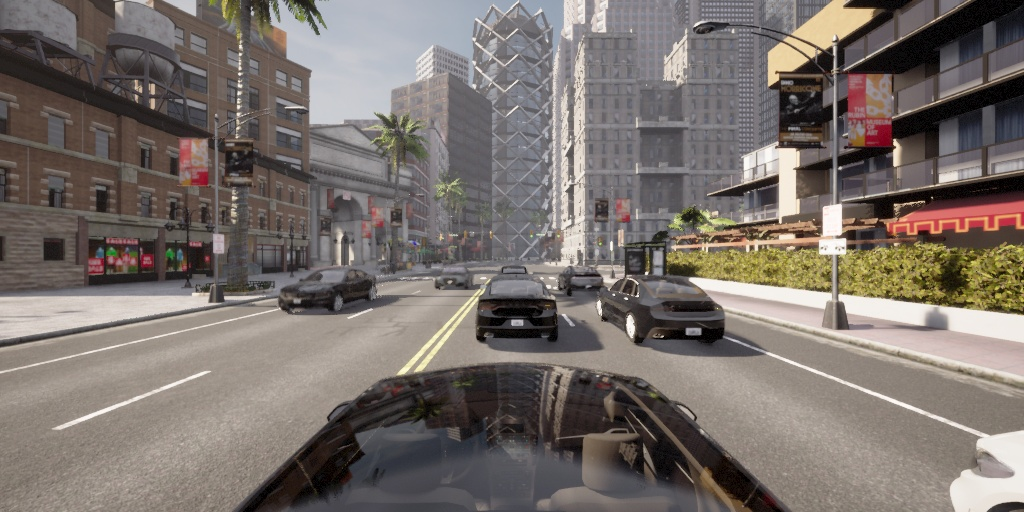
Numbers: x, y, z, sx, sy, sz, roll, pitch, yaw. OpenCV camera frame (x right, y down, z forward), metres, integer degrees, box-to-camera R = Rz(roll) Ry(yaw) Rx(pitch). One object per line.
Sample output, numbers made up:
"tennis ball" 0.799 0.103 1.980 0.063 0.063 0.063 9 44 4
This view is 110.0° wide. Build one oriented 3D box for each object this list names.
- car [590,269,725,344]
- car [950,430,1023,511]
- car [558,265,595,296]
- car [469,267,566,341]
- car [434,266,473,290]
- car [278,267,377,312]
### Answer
"car" 3.609 1.255 9.567 1.837 1.490 4.892 0 0 0
"car" 3.662 1.276 0.218 1.812 1.442 4.674 0 0 -1
"car" 3.602 1.242 19.364 2.128 1.511 4.902 0 0 0
"car" 0.109 1.228 9.881 1.882 1.535 5.008 0 0 0
"car" -3.522 1.314 22.445 1.994 1.385 4.181 0 0 0
"car" -7.081 1.227 14.331 1.882 1.535 5.008 0 0 0
